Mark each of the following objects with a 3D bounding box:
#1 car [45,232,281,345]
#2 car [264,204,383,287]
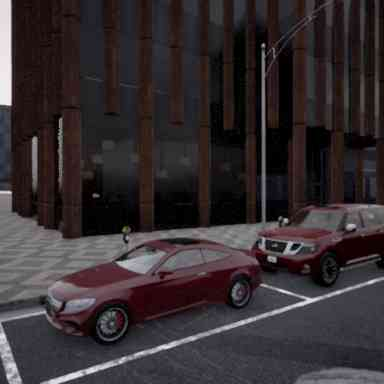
[{"bbox_3d":[-0.481,1.572,6.289,4.206,1.307,1.802,0,0,-35],"label":"car"},{"bbox_3d":[3.974,1.289,9.437,5.009,1.841,2.192,0,0,-35],"label":"car"}]
